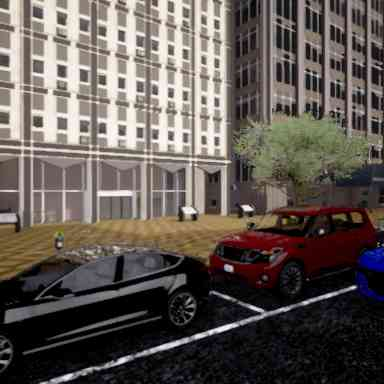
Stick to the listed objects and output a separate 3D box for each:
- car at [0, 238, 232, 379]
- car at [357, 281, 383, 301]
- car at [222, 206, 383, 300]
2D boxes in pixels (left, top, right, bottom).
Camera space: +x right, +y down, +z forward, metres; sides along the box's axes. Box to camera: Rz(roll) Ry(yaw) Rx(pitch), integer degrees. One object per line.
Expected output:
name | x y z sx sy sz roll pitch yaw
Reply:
car | -1.660 1.565 5.377 4.313 1.339 1.947 0 0 -35
car | 5.607 1.473 7.376 5.008 1.535 1.882 0 0 -35
car | 2.835 1.311 8.583 5.009 1.841 2.192 0 0 -35
